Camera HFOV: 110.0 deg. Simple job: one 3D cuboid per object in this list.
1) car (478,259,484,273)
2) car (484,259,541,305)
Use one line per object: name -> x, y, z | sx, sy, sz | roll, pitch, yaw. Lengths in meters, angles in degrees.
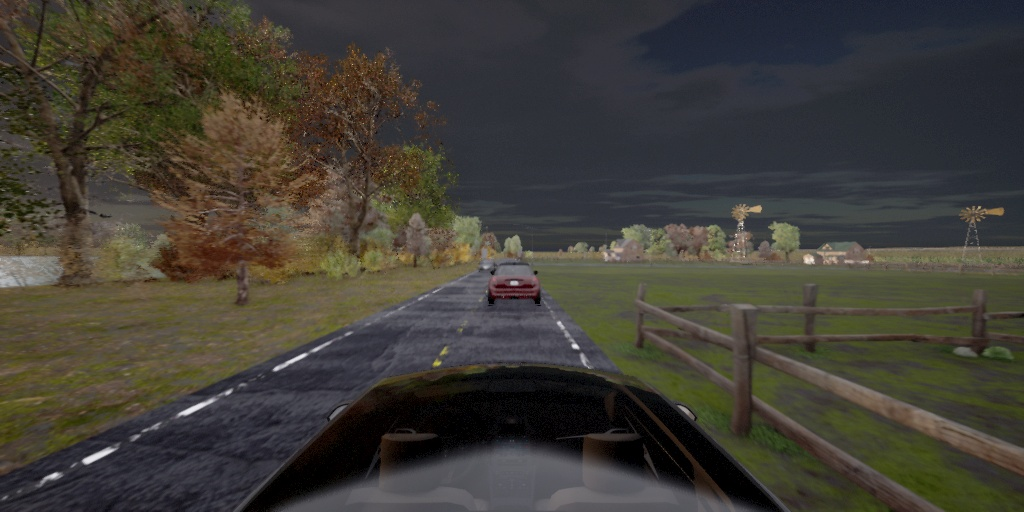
car -> -2.765, 1.061, 40.744 | 2.128, 1.511, 4.902 | 0, 0, 0
car -> 0.090, 1.034, 15.686 | 2.097, 1.767, 4.553 | 0, 0, 0
